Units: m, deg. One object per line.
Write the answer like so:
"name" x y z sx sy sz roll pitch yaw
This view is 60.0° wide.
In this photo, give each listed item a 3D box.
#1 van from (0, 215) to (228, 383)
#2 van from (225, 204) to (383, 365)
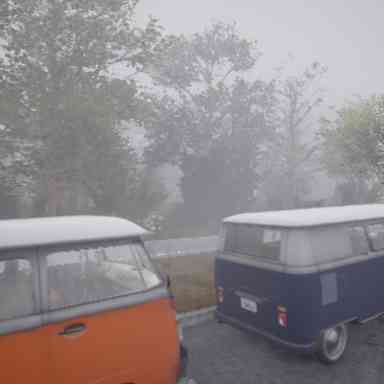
"van" -2.063 1.248 2.638 4.442 1.987 1.878 -1 -1 -34
"van" 2.567 1.253 5.772 4.442 1.987 1.878 -1 -1 -34
